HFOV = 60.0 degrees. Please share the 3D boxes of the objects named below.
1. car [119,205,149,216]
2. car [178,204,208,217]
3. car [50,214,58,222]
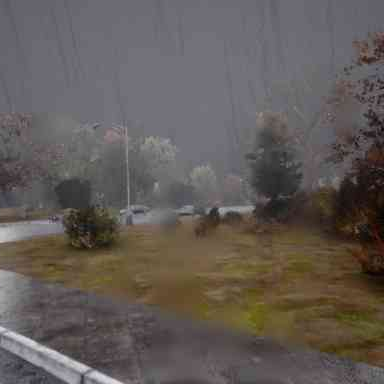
[{"bbox_3d":[-7.873,2.491,45.391,2.128,1.511,4.902,-3,-2,32],"label":"car"},{"bbox_3d":[0.164,2.097,38.127,1.994,1.385,4.181,-3,-2,32],"label":"car"},{"bbox_3d":[-13.430,2.517,36.649,1.994,1.385,4.181,-3,-2,32],"label":"car"}]
